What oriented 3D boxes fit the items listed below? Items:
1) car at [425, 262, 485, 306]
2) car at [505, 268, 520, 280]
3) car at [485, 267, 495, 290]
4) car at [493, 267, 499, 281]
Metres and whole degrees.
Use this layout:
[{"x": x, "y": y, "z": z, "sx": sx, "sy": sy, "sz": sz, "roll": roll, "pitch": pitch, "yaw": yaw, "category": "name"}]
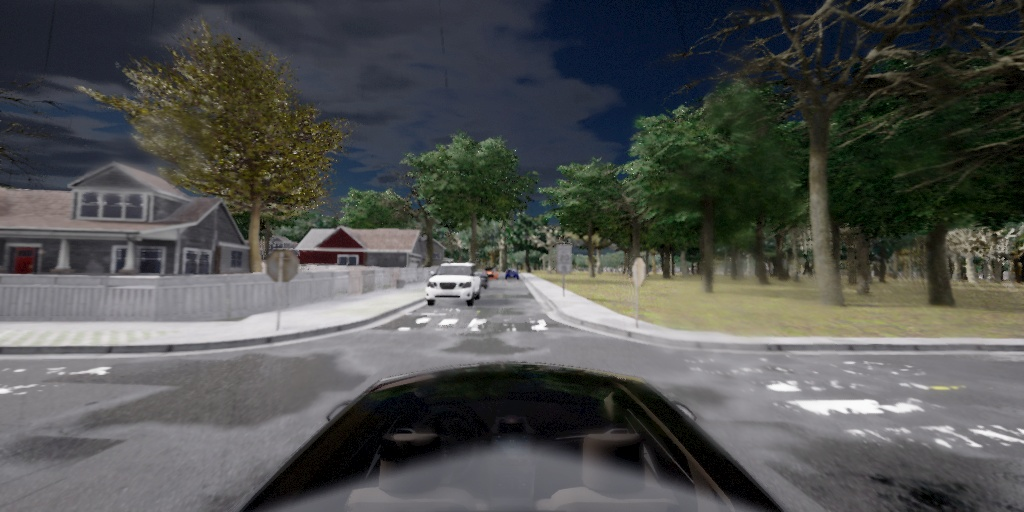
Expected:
[{"x": -2.834, "y": 1.356, "z": 18.539, "sx": 2.150, "sy": 2.045, "sz": 5.566, "roll": 1, "pitch": -1, "yaw": 0, "category": "car"}, {"x": 0.011, "y": 2.456, "z": 49.232, "sx": 1.882, "sy": 1.535, "sz": 5.008, "roll": 1, "pitch": -2, "yaw": 0, "category": "car"}, {"x": -2.837, "y": 1.911, "z": 29.697, "sx": 2.128, "sy": 1.511, "sz": 4.902, "roll": 1, "pitch": -1, "yaw": 0, "category": "car"}, {"x": -2.803, "y": 2.220, "z": 46.398, "sx": 2.097, "sy": 1.767, "sz": 4.553, "roll": 1, "pitch": -1, "yaw": 0, "category": "car"}]
